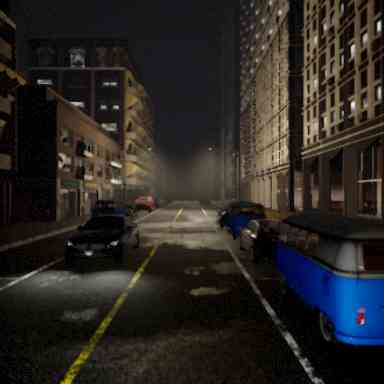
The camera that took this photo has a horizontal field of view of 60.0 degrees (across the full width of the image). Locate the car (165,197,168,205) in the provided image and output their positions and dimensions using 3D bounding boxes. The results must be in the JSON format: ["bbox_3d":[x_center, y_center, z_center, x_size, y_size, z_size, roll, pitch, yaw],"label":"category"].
[{"bbox_3d":[-5.671,1.823,56.927,2.008,1.369,4.403,0,0,0],"label":"car"}]

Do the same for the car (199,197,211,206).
[{"bbox_3d":[2.710,1.881,62.573,1.802,1.307,4.206,0,0,0],"label":"car"}]

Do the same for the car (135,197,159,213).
[{"bbox_3d":[-5.677,1.503,39.983,2.192,1.841,5.009,0,0,0],"label":"car"}]

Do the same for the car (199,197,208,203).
[{"bbox_3d":[2.716,1.974,79.519,1.802,1.307,4.206,0,0,0],"label":"car"}]

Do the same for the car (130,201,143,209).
[{"bbox_3d":[-5.681,1.715,28.685,1.802,1.307,4.206,0,0,0],"label":"car"}]

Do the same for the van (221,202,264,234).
[{"bbox_3d":[2.696,1.419,17.386,1.690,1.788,3.998,0,0,0],"label":"van"}]

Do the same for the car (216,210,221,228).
[{"bbox_3d":[2.697,1.670,23.033,1.947,1.339,4.313,0,0,0],"label":"car"}]

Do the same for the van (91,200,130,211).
[{"bbox_3d":[-5.683,1.448,23.037,1.690,1.788,3.998,0,0,0],"label":"van"}]

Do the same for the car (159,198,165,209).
[{"bbox_3d":[-5.673,1.810,51.279,1.947,1.339,4.313,0,0,0],"label":"car"}]

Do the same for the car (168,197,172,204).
[{"bbox_3d":[-5.668,1.857,68.054,1.752,1.417,4.829,0,0,0],"label":"car"}]

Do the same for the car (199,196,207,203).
[{"bbox_3d":[2.718,1.864,85.167,1.967,1.590,4.097,0,0,0],"label":"car"}]

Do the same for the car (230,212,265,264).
[{"bbox_3d":[2.694,1.603,11.736,2.008,1.369,4.403,0,0,0],"label":"car"}]

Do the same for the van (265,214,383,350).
[{"bbox_3d":[2.692,1.368,6.088,1.690,1.788,3.998,0,0,0],"label":"van"}]

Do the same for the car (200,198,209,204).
[{"bbox_3d":[2.714,1.926,73.869,1.947,1.339,4.313,0,0,0],"label":"car"}]

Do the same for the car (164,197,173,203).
[{"bbox_3d":[-5.664,1.939,79.522,1.887,1.381,4.507,0,0,0],"label":"car"}]

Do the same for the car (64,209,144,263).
[{"bbox_3d":[-3.083,1.582,12.300,1.812,1.442,4.674,0,0,0],"label":"car"}]
